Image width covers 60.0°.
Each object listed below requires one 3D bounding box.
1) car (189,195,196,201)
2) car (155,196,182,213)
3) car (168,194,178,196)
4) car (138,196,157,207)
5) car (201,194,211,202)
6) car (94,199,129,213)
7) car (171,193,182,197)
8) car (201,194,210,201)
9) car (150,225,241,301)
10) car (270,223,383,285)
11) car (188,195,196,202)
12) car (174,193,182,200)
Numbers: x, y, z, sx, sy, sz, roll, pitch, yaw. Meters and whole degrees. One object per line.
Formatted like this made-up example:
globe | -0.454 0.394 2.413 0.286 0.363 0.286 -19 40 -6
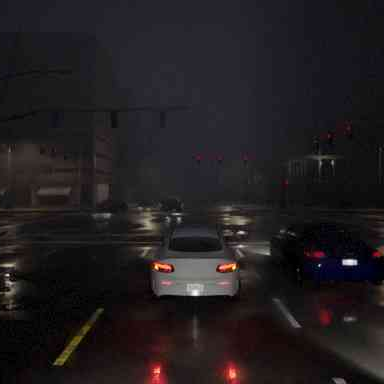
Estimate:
car | 0.034 1.493 87.215 1.812 1.442 4.674 0 0 0
car | -2.420 1.514 36.880 2.033 1.411 5.357 0 -1 -13
car | -3.563 1.526 51.165 1.812 1.442 4.674 0 0 1
car | -7.075 1.547 51.547 2.033 1.411 5.357 0 0 0
car | 3.531 1.546 78.443 1.994 1.385 4.181 0 0 0
car | -8.736 1.500 36.571 1.812 1.442 4.674 0 -1 22
car | -3.496 1.218 66.932 2.150 2.045 5.566 0 0 1
car | 3.534 1.316 86.968 2.097 1.767 4.553 0 0 0
car | 0.073 1.526 8.177 1.812 1.442 4.674 0 0 0
car | 3.582 1.564 9.545 1.994 1.385 4.181 0 0 0
car | 0.030 1.518 77.887 2.128 1.511 4.902 0 0 0
car | -3.468 1.093 82.158 1.882 1.535 5.008 0 0 0
